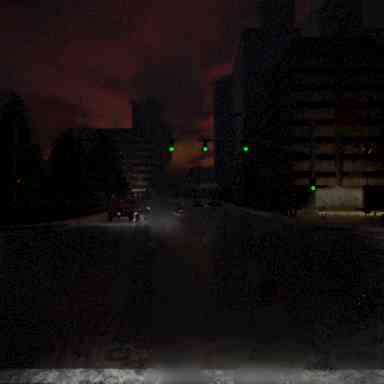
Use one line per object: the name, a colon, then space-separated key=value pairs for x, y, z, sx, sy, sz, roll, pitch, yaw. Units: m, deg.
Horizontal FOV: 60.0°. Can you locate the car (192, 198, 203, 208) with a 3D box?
car: x=1.107 y=2.283 z=63.157 sx=1.994 sy=1.385 sz=4.181 roll=0 pitch=-1 yaw=1

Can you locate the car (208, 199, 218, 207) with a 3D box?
car: x=4.588 y=2.296 z=71.971 sx=1.882 sy=1.535 sz=5.008 roll=0 pitch=-1 yaw=1

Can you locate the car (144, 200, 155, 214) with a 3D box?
car: x=-6.287 y=1.970 z=41.799 sx=2.128 sy=1.511 sz=4.902 roll=0 pitch=-1 yaw=1

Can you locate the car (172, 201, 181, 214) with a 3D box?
car: x=-2.776 y=2.053 z=42.828 sx=1.994 sy=1.385 sz=4.181 roll=0 pitch=-1 yaw=1

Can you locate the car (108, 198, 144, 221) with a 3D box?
car: x=-6.380 y=1.588 z=31.922 sx=2.150 sy=2.045 sz=5.566 roll=0 pitch=-1 yaw=1

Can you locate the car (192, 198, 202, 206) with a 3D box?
car: x=1.086 y=2.172 z=71.766 sx=2.097 sy=1.767 sz=4.553 roll=0 pitch=-1 yaw=1

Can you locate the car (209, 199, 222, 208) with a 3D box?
car: x=4.602 y=2.254 z=62.148 sx=2.033 sy=1.411 sz=5.357 roll=0 pitch=-1 yaw=1

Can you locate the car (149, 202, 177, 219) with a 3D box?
car: x=-2.860 y=1.990 z=34.026 sx=1.895 sy=1.301 sz=4.718 roll=0 pitch=-1 yaw=1

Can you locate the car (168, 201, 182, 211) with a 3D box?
car: x=-2.665 y=2.154 z=53.152 sx=2.033 sy=1.411 sz=5.357 roll=0 pitch=-1 yaw=1
